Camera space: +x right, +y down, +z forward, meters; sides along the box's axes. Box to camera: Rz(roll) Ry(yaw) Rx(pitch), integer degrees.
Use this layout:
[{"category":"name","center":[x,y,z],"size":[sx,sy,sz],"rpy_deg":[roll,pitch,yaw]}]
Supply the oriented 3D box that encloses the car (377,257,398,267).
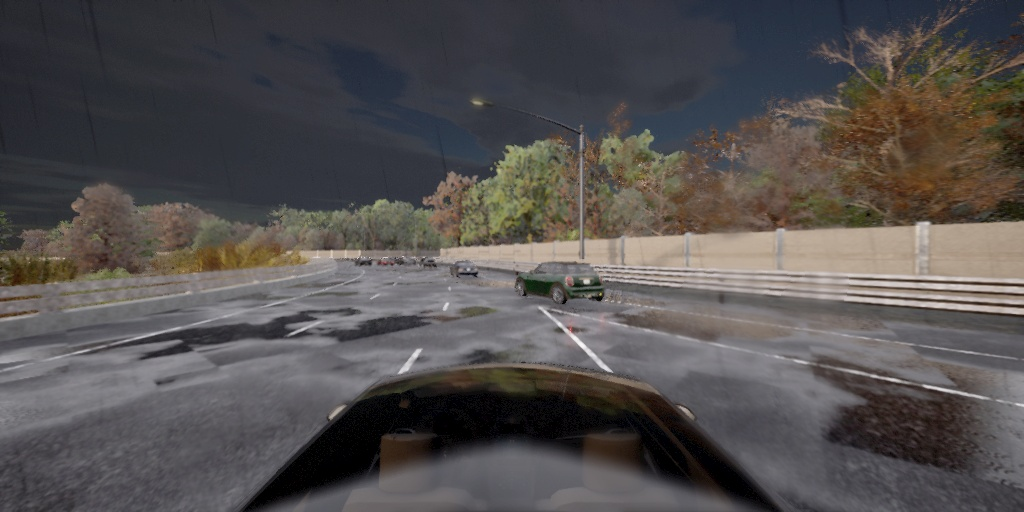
[{"category":"car","center":[-21.491,1.094,60.813],"size":[1.895,1.301,4.718],"rpy_deg":[0,0,-35]}]

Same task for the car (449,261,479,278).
[{"category":"car","center":[-4.305,1.147,31.602],"size":[2.033,1.411,5.357],"rpy_deg":[0,0,-18]}]

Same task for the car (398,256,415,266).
[{"category":"car","center":[-18.215,0.967,62.308],"size":[2.128,1.511,4.902],"rpy_deg":[0,0,-35]}]

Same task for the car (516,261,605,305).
[{"category":"car","center":[1.946,1.017,15.866],"size":[2.097,1.767,4.553],"rpy_deg":[0,0,-27]}]

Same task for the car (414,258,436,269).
[{"category":"car","center":[-12.257,1.018,51.562],"size":[1.837,1.490,4.892],"rpy_deg":[0,0,-27]}]

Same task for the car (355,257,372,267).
[{"category":"car","center":[-24.397,0.990,58.862],"size":[1.882,1.535,5.008],"rpy_deg":[0,0,-35]}]
